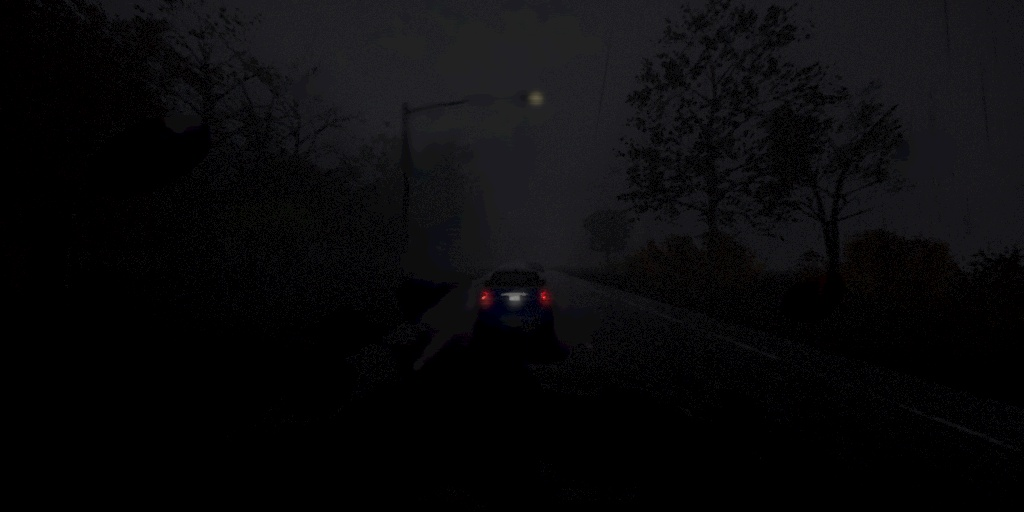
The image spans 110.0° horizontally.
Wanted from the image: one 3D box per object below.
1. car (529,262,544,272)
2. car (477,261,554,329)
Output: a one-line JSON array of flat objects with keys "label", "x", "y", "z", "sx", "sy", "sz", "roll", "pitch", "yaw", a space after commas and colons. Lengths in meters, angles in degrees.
[{"label": "car", "x": 3.606, "y": 1.654, "z": 53.099, "sx": 1.994, "sy": 1.385, "sz": 4.181, "roll": 0, "pitch": 0, "yaw": 0}, {"label": "car", "x": 0.099, "y": 1.167, "z": 11.617, "sx": 2.097, "sy": 1.767, "sz": 4.553, "roll": 0, "pitch": 0, "yaw": 0}]
